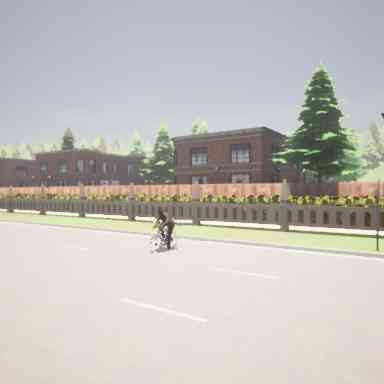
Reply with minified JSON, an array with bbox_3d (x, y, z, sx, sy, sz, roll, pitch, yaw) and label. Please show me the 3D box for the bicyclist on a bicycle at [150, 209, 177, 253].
[{"bbox_3d":[-1.074,1.447,12.660,0.582,1.620,1.656,0,2,34],"label":"bicyclist on a bicycle"}]
